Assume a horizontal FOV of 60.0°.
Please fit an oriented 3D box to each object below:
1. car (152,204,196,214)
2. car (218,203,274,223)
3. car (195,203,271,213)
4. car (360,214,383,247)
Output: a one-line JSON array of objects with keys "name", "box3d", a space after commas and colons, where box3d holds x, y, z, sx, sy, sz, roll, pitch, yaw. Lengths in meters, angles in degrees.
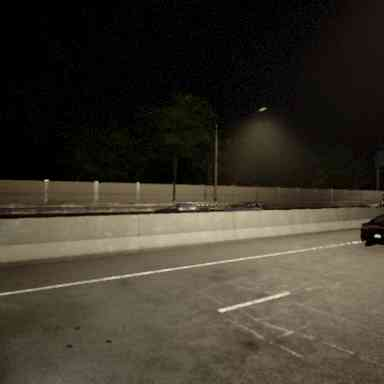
[{"name": "car", "box3d": [-0.878, 1.724, 29.163, 5.357, 1.411, 2.033, 1, 0, -36]}, {"name": "car", "box3d": [4.773, 1.732, 28.890, 4.892, 1.490, 1.837, 1, 0, -35]}, {"name": "car", "box3d": [3.186, 1.724, 23.463, 5.357, 1.411, 2.033, 1, 0, -35]}, {"name": "car", "box3d": [9.478, 1.655, 14.807, 5.008, 1.535, 1.882, 1, 0, -35]}]
